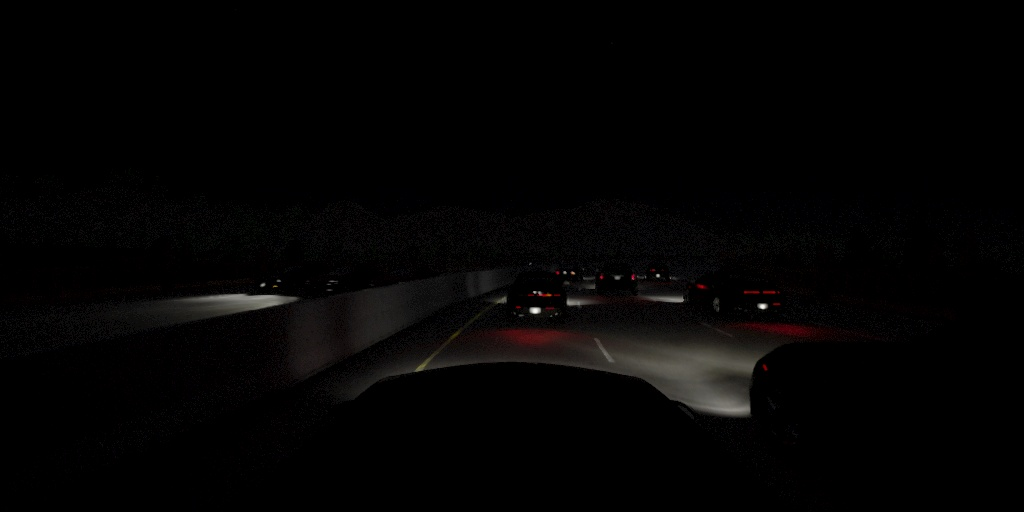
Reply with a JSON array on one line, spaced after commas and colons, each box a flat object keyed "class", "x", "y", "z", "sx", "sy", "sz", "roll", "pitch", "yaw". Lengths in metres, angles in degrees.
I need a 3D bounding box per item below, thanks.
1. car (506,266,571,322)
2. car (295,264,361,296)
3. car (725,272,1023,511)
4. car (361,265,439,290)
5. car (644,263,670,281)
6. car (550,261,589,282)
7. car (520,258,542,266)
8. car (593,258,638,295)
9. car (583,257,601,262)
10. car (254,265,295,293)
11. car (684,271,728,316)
[{"class": "car", "x": 0.935, "y": 1.276, "z": 12.439, "sx": 1.837, "sy": 1.490, "sz": 4.892, "roll": 0, "pitch": 0, "yaw": 7}, {"class": "car", "x": -8.814, "y": 1.211, "z": 19.370, "sx": 1.882, "sy": 1.535, "sz": 5.008, "roll": 0, "pitch": 0, "yaw": 11}, {"class": "car", "x": 3.736, "y": 1.121, "z": 2.211, "sx": 2.097, "sy": 1.767, "sz": 4.553, "roll": 0, "pitch": 0, "yaw": 1}, {"class": "car", "x": -5.409, "y": 1.227, "z": 18.639, "sx": 1.882, "sy": 1.535, "sz": 5.008, "roll": 0, "pitch": 0, "yaw": 11}, {"class": "car", "x": 12.906, "y": 1.365, "z": 31.858, "sx": 1.837, "sy": 1.490, "sz": 4.892, "roll": 0, "pitch": 0, "yaw": 21}, {"class": "car", "x": 4.960, "y": 1.367, "z": 30.574, "sx": 2.033, "sy": 1.411, "sz": 5.357, "roll": 0, "pitch": 0, "yaw": 19}, {"class": "car", "x": 3.183, "y": 1.206, "z": 59.278, "sx": 2.097, "sy": 1.767, "sz": 4.553, "roll": 0, "pitch": 0, "yaw": 33}, {"class": "car", "x": 5.911, "y": 1.161, "z": 20.637, "sx": 2.097, "sy": 1.767, "sz": 4.553, "roll": 0, "pitch": 0, "yaw": 12}, {"class": "car", "x": 13.812, "y": 1.129, "z": 62.364, "sx": 2.150, "sy": 2.045, "sz": 5.566, "roll": 0, "pitch": 0, "yaw": 37}, {"class": "car", "x": -12.155, "y": 1.223, "z": 20.538, "sx": 1.837, "sy": 1.490, "sz": 4.892, "roll": 0, "pitch": 0, "yaw": 11}, {"class": "car", "x": 8.113, "y": 1.314, "z": 13.547, "sx": 1.837, "sy": 1.490, "sz": 4.892, "roll": 0, "pitch": 0, "yaw": 8}]
